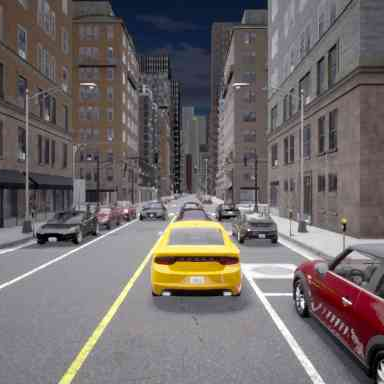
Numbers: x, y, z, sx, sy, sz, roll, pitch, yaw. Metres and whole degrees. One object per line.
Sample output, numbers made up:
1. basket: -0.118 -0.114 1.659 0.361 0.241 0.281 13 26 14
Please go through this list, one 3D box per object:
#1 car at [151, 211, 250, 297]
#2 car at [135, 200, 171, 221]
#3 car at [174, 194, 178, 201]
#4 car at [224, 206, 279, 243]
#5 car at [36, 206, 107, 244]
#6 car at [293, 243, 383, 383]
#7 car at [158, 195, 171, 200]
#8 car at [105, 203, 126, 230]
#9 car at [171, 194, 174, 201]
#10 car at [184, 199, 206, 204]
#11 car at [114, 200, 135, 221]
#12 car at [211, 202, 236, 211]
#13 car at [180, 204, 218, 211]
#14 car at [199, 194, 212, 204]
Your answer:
1. car: 0.090 1.479 8.647 1.882 1.535 5.008 0 0 0
2. car: -3.024 1.571 26.869 1.994 1.385 4.181 0 0 0
3. car: -5.627 1.648 90.698 1.752 1.417 4.829 0 0 0
4. car: 2.848 1.554 15.723 2.008 1.369 4.403 0 0 0
5. car: -5.677 1.569 15.719 1.947 1.339 4.313 0 0 0
6. car: 2.853 1.441 4.720 1.967 1.590 4.097 0 0 0
7. car: -5.664 1.633 63.825 1.802 1.307 4.206 0 0 0
8. car: -5.679 1.587 21.221 1.802 1.307 4.206 0 0 0
9. car: -5.648 1.625 74.642 2.008 1.369 4.403 0 0 0
10. car: -0.012 1.532 26.452 1.812 1.442 4.674 0 0 1
11. car: -5.682 1.447 26.722 1.967 1.590 4.097 0 0 0
12. car: 2.844 1.572 26.725 1.947 1.339 4.313 0 0 0
13. car: 0.098 1.567 17.641 1.994 1.385 4.181 0 0 -1
14. car: 2.861 1.491 63.816 1.967 1.590 4.097 0 0 0
